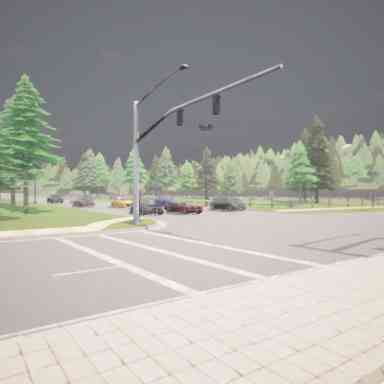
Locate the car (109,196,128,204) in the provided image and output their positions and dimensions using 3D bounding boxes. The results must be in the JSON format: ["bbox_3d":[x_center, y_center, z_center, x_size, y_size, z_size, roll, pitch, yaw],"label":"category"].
[{"bbox_3d":[-14.443,1.468,64.772,1.882,1.535,5.008,0,0,-35],"label":"car"}]

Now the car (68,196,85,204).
[{"bbox_3d":[-21.964,1.518,63.309,1.812,1.442,4.674,0,0,-35],"label":"car"}]

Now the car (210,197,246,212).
[{"bbox_3d":[4.121,1.343,38.230,2.097,1.767,4.553,0,0,-35],"label":"car"}]

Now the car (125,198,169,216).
[{"bbox_3d":[-4.373,1.558,32.051,1.994,1.385,4.181,0,0,-35],"label":"car"}]

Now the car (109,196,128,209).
[{"bbox_3d":[-9.558,1.471,45.526,1.882,1.535,5.008,0,0,-35],"label":"car"}]

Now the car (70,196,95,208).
[{"bbox_3d":[-15.654,1.347,48.120,2.097,1.767,4.553,0,0,-35],"label":"car"}]

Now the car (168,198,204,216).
[{"bbox_3d":[-0.875,1.594,33.167,1.895,1.301,4.718,0,0,-35],"label":"car"}]

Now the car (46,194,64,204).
[{"bbox_3d":[-26.016,1.321,63.022,2.150,2.045,5.566,0,0,-35],"label":"car"}]
